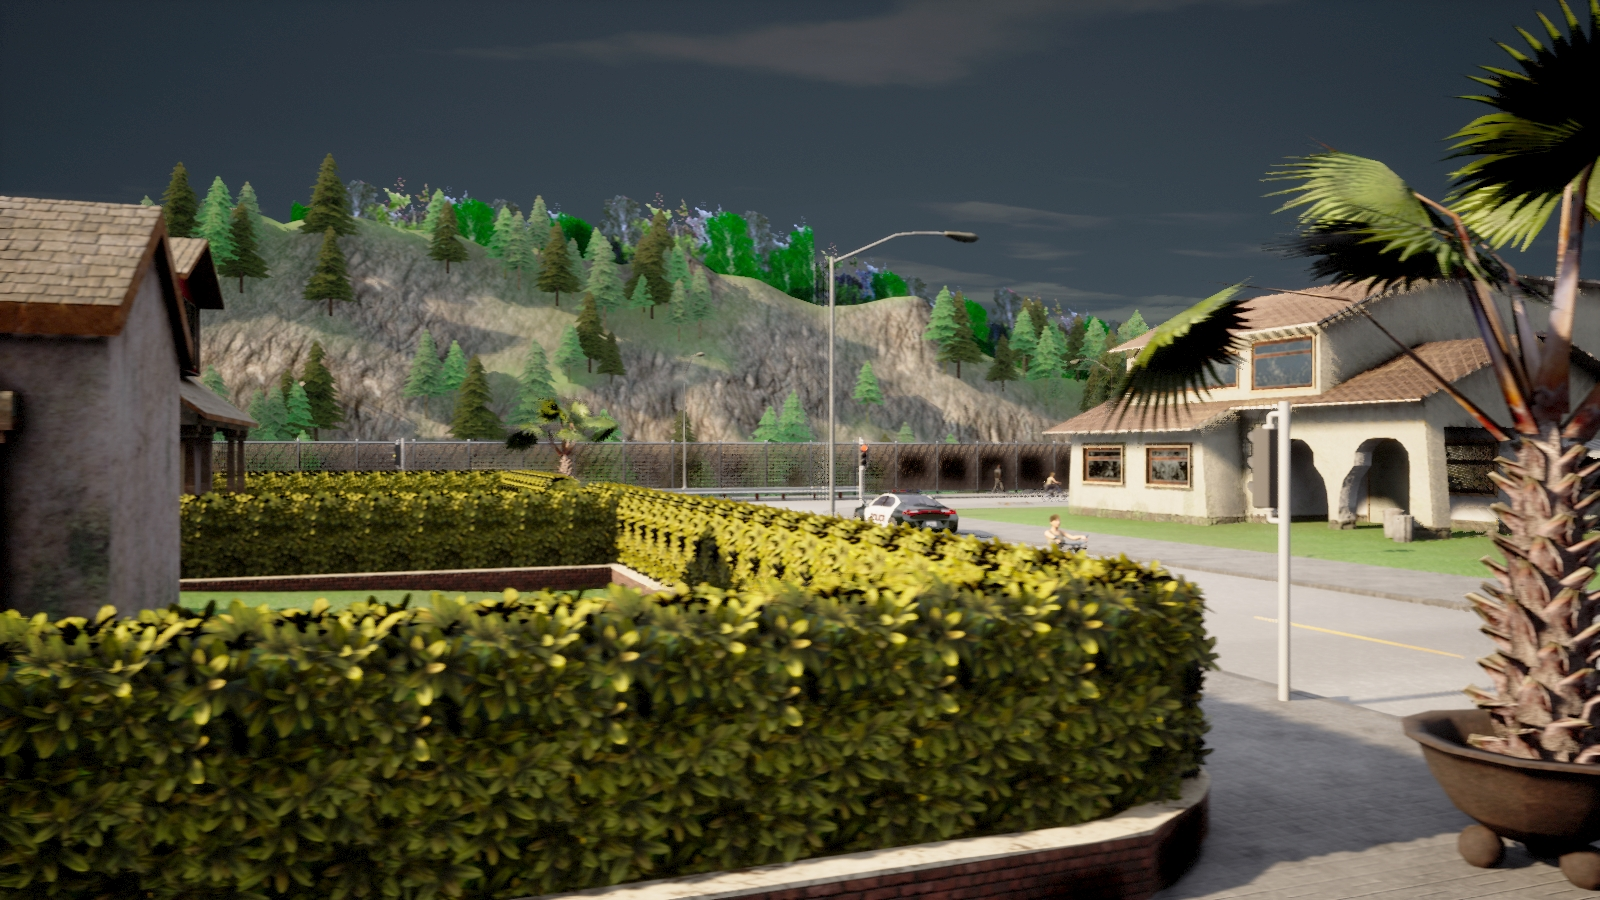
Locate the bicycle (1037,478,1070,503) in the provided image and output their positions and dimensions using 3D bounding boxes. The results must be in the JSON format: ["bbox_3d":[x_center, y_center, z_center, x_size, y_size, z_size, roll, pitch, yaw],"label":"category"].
[{"bbox_3d":[13.652,2.158,61.493,1.487,1.276,0.859,0,0,-20],"label":"bicycle"}]

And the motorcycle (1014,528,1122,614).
[{"bbox_3d":[4.836,2.155,20.820,0.764,1.307,2.356,0,0,-20],"label":"motorcycle"}]

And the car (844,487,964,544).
[{"bbox_3d":[3.256,2.037,36.851,2.038,1.542,4.974,0,0,-18],"label":"car"}]

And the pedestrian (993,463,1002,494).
[{"bbox_3d":[12.157,1.744,70.233,0.375,1.860,0.375,0,0,-29],"label":"pedestrian"}]
